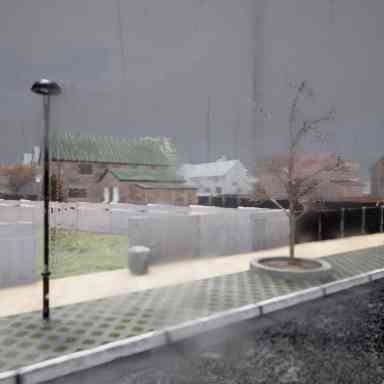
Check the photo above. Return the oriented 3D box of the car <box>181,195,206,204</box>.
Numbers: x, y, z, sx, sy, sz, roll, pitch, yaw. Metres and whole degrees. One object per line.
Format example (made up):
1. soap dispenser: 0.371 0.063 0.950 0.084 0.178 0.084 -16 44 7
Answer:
1. car: 0.193 1.185 55.111 1.895 1.301 4.718 0 1 -34

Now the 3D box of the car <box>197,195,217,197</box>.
1. car: 2.793 1.204 46.158 1.812 1.442 4.674 0 1 -34

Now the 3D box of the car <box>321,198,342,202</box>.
1. car: 13.053 1.359 31.071 2.128 1.511 4.902 0 1 -34
